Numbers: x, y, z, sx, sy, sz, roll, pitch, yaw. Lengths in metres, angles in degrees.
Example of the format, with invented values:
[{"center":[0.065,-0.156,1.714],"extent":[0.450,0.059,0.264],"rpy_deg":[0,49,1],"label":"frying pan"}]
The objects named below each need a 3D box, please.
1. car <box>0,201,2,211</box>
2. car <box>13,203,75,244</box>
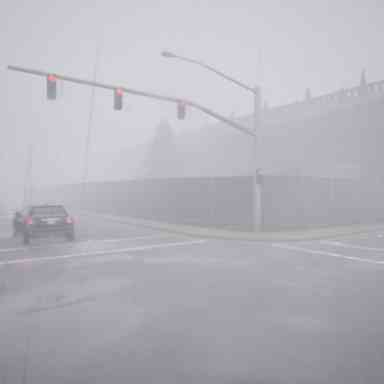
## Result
[{"center":[-23.479,1.424,38.940],"extent":[1.882,1.535,5.008],"rpy_deg":[0,0,-35],"label":"car"},{"center":[-7.167,1.314,15.868],"extent":[2.097,1.767,4.553],"rpy_deg":[0,0,-34],"label":"car"}]
